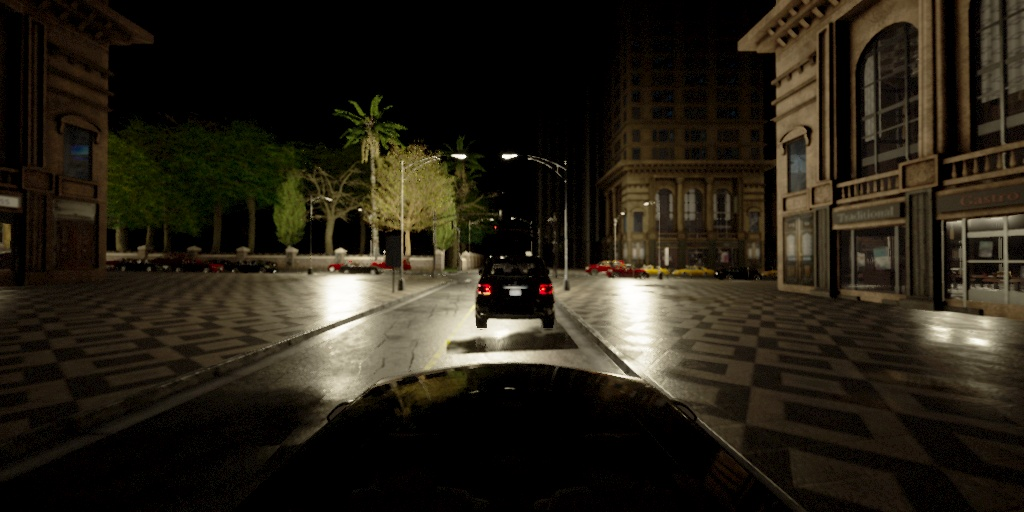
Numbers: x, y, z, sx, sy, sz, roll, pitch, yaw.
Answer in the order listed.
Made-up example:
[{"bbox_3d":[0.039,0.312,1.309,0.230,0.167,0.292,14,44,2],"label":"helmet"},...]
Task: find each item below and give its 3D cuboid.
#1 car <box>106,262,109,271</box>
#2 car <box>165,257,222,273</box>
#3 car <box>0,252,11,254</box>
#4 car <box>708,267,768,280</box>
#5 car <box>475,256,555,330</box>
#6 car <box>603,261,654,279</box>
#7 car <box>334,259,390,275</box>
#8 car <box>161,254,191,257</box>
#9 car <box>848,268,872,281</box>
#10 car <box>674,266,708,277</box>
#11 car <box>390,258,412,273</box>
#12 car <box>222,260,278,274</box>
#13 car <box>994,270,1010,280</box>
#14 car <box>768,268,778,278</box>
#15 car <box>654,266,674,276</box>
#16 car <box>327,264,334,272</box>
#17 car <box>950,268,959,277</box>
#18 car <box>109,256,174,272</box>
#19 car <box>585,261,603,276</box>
[{"bbox_3d":[-42.731,0.901,36.266,4.207,1.307,1.802,0,0,0],"label":"car"},{"bbox_3d":[-31.684,1.035,36.273,4.507,1.381,1.888,0,0,0],"label":"car"},{"bbox_3d":[-48.255,0.546,36.262,5.009,1.841,2.192,0,0,0],"label":"car"},{"bbox_3d":[22.806,1.833,36.310,4.313,1.339,1.948,0,0,0],"label":"car"},{"bbox_3d":[0.069,1.021,11.508,2.150,2.045,5.566,0,0,0],"label":"car"},{"bbox_3d":[11.726,1.559,36.303,4.097,1.591,1.967,0,0,0],"label":"car"},{"bbox_3d":[-15.111,1.288,36.285,4.403,1.370,2.007,0,0,0],"label":"car"},{"bbox_3d":[-42.748,0.726,44.791,5.009,1.841,2.192,0,0,0],"label":"car"},{"bbox_3d":[33.886,1.976,36.318,4.313,1.339,1.948,0,0,0],"label":"car"},{"bbox_3d":[22.621,1.886,44.835,4.829,1.417,1.751,0,0,0],"label":"car"},{"bbox_3d":[-15.129,1.145,44.810,5.009,1.841,2.192,0,0,0],"label":"car"},{"bbox_3d":[-26.159,1.140,36.277,4.313,1.339,1.948,0,0,0],"label":"car"},{"bbox_3d":[50.678,2.135,36.329,4.829,1.417,1.751,0,0,0],"label":"car"},{"bbox_3d":[33.702,2.028,44.843,4.829,1.417,1.751,0,0,0],"label":"car"},{"bbox_3d":[17.080,1.813,44.831,4.829,1.417,1.751,0,0,0],"label":"car"},{"bbox_3d":[-20.653,1.294,44.806,4.507,1.381,1.888,0,0,0],"label":"car"},{"bbox_3d":[44.967,1.986,36.326,4.097,1.591,1.967,0,0,0],"label":"car"},{"bbox_3d":[-37.208,0.956,36.270,4.403,1.370,2.007,0,0,0],"label":"car"},{"bbox_3d":[11.710,1.527,44.828,5.009,1.841,2.192,0,0,0],"label":"car"}]
